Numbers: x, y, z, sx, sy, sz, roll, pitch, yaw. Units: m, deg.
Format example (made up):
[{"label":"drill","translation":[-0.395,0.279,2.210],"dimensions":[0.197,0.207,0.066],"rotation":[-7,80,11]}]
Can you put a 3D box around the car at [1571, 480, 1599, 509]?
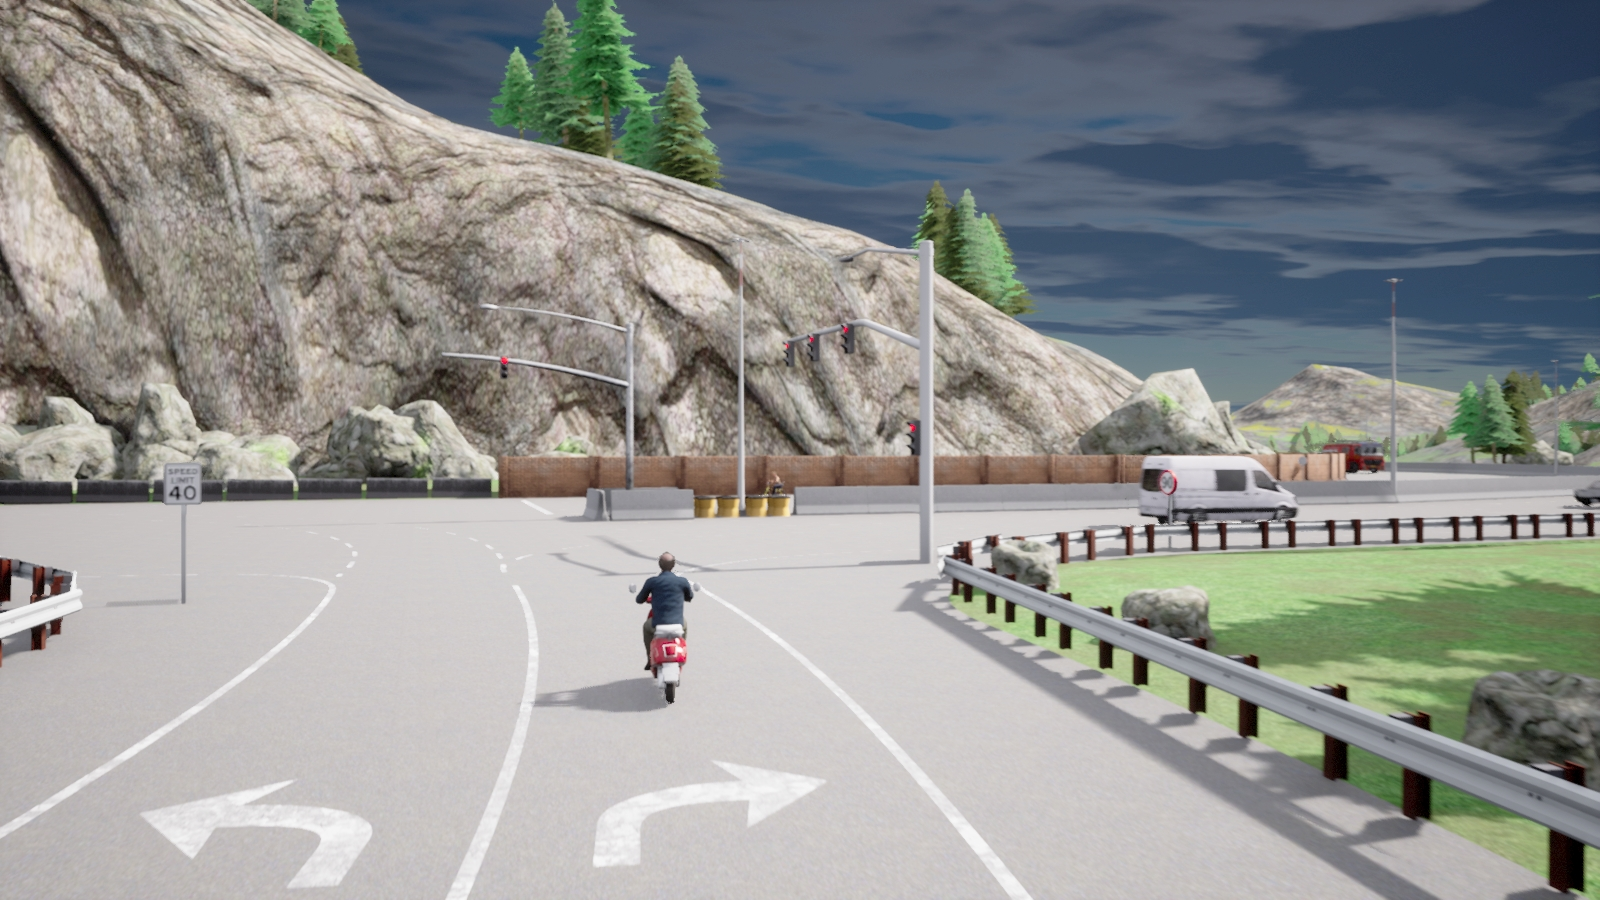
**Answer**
[{"label":"car","translation":[39.393,2.107,54.872],"dimensions":[4.718,1.301,1.895],"rotation":[0,0,-27]}]

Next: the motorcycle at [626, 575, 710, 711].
[{"label":"motorcycle","translation":[-1.555,2.173,13.212],"dimensions":[0.856,1.236,1.805],"rotation":[0,0,-10]}]

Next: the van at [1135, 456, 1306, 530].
[{"label":"van","translation":[15.332,1.503,41.629],"dimensions":[5.915,2.561,1.988],"rotation":[0,0,-19]}]
